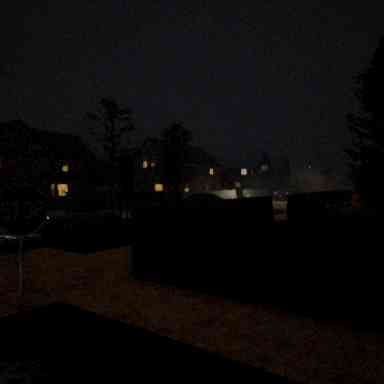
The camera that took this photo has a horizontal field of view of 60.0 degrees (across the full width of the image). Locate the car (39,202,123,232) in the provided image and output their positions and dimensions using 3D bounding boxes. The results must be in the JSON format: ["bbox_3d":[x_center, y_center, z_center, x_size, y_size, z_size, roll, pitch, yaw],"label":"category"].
[{"bbox_3d":[-5.939,1.200,17.334,1.895,1.301,4.718,0,1,36],"label":"car"}]

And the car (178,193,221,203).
[{"bbox_3d":[0.631,0.834,26.496,1.837,1.490,4.892,0,1,36],"label":"car"}]

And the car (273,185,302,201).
[{"bbox_3d":[12.391,0.074,42.800,2.150,2.045,5.566,0,1,36],"label":"car"}]
